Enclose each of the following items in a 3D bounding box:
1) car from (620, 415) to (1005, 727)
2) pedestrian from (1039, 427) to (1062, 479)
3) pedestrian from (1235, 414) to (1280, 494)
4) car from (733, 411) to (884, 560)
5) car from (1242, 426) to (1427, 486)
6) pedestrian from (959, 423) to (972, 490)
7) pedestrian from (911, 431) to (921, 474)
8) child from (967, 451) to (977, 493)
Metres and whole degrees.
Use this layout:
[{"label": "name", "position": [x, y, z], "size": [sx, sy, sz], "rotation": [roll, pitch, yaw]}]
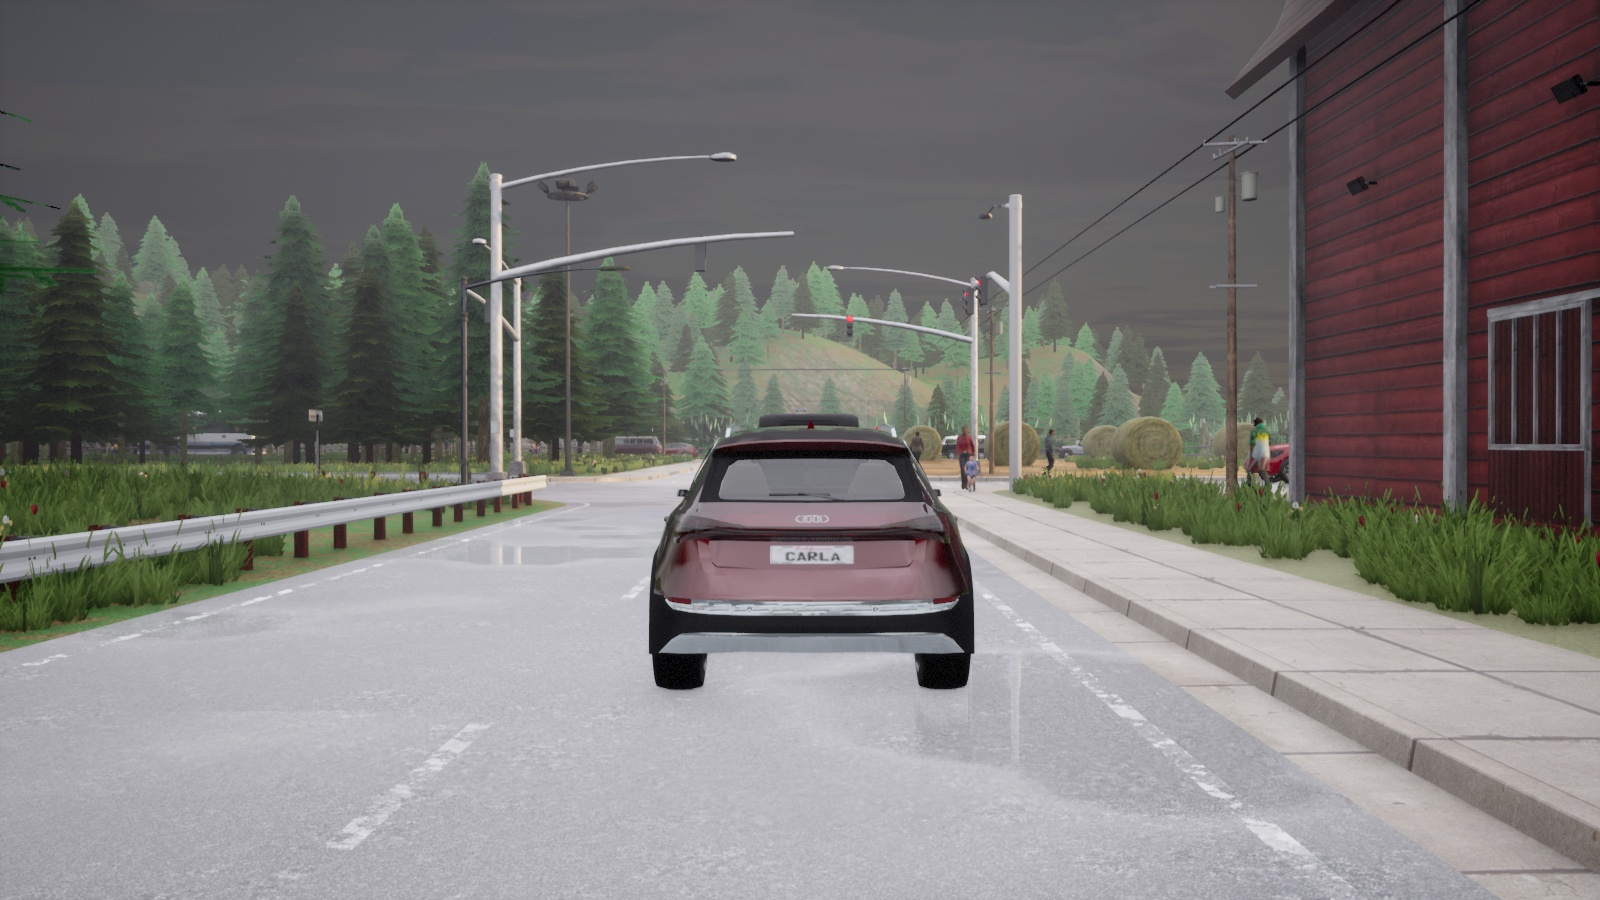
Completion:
[{"label": "car", "position": [0.069, 0.624, 9.068], "size": [2.033, 1.649, 4.856], "rotation": [0, 0, 0]}, {"label": "pedestrian", "position": [9.334, 0.118, 46.808], "size": [0.788, 1.949, 0.423], "rotation": [0, 0, -1]}, {"label": "pedestrian", "position": [11.298, 0.086, 31.034], "size": [0.659, 1.952, 0.873], "rotation": [0, 0, -14]}, {"label": "car", "position": [0.119, 0.440, 17.754], "size": [1.905, 1.878, 3.866], "rotation": [0, 0, 0]}, {"label": "car", "position": [18.698, 0.194, 44.092], "size": [5.566, 2.045, 2.150], "rotation": [0, 0, -1]}, {"label": "pedestrian", "position": [4.628, 0.173, 35.133], "size": [0.331, 1.846, 0.636], "rotation": [0, 0, 7]}, {"label": "pedestrian", "position": [4.968, 0.092, 53.564], "size": [0.328, 1.805, 0.869], "rotation": [0, 0, 11]}, {"label": "child", "position": [4.605, 0.580, 33.699], "size": [0.255, 1.110, 0.394], "rotation": [0, 0, 7]}]
